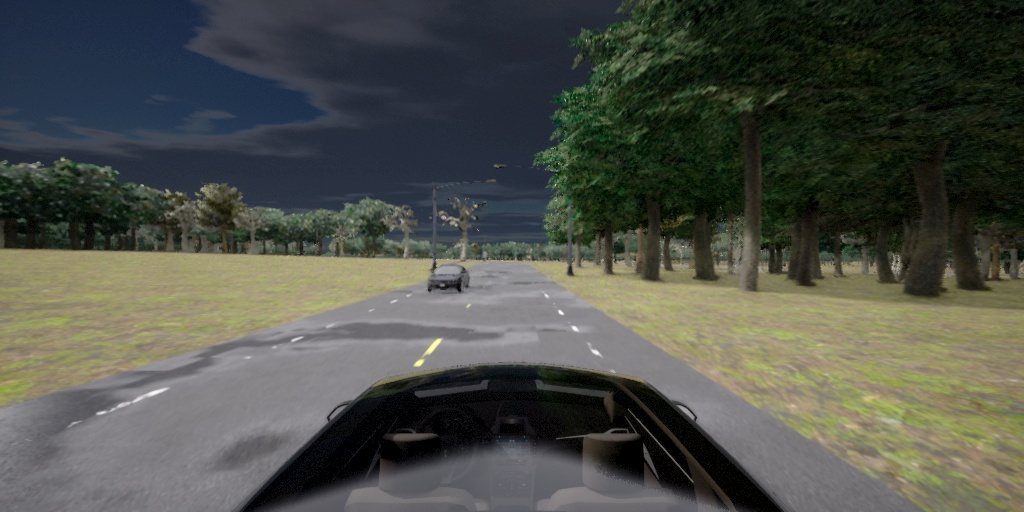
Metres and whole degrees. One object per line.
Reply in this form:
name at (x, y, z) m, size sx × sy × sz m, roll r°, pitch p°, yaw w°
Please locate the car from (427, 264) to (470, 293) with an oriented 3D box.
car at (-3.596, 1.228, 21.025) m, size 1.882 × 1.535 × 5.008 m, roll 0°, pitch 0°, yaw 0°
